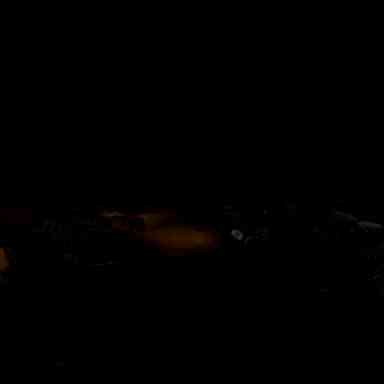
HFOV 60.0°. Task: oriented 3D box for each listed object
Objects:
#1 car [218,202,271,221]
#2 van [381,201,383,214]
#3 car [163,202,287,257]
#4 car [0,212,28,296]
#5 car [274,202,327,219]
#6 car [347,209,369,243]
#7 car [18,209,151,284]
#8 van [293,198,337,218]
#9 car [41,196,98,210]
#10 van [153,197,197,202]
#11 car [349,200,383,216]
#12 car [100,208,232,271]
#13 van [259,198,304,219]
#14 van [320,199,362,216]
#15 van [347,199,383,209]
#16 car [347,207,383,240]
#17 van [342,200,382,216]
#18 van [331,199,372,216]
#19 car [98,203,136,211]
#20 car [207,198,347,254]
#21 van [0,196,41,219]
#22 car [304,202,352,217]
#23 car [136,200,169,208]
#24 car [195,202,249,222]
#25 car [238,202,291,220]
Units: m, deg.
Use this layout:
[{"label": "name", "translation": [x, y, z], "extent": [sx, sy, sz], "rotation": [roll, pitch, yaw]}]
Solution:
[{"label": "car", "translation": [4.939, 1.805, 31.849], "extent": [2.097, 1.535, 5.008], "rotation": [1, -1, -36]}, {"label": "van", "translation": [31.808, 2.449, 51.166], "extent": [1.878, 1.987, 4.442], "rotation": [2, -1, -35]}, {"label": "car", "translation": [1.069, 1.433, 13.066], "extent": [2.185, 1.767, 4.553], "rotation": [1, -1, -35]}, {"label": "car", "translation": [-5.578, 1.455, 8.059], "extent": [1.946, 1.575, 5.366], "rotation": [1, 0, -35]}, {"label": "car", "translation": [11.809, 1.950, 36.529], "extent": [1.946, 1.575, 5.366], "rotation": [1, -1, -36]}, {"label": "car", "translation": [5.584, 1.684, 16.285], "extent": [2.163, 1.488, 4.792], "rotation": [1, -1, -35]}, {"label": "car", "translation": [-3.435, 1.484, 9.822], "extent": [2.231, 1.521, 4.892], "rotation": [1, 0, -35]}, {"label": "van", "translation": [14.026, 1.776, 38.194], "extent": [1.878, 1.987, 4.442], "rotation": [1, -1, -35]}, {"label": "car", "translation": [-8.603, 1.267, 22.229], "extent": [2.435, 2.045, 5.566], "rotation": [1, 0, -35]}, {"label": "van", "translation": [-1.893, 1.432, 27.125], "extent": [1.878, 1.987, 4.442], "rotation": [1, -1, -35]}, {"label": "car", "translation": [25.132, 2.143, 46.225], "extent": [2.435, 2.045, 5.566], "rotation": [2, -1, -35]}, {"label": "car", "translation": [-1.179, 1.517, 11.432], "extent": [2.097, 1.535, 5.008], "rotation": [1, -1, -35]}, {"label": "van", "translation": [9.381, 1.678, 35.168], "extent": [1.878, 1.987, 4.442], "rotation": [1, -1, -36]}, {"label": "van", "translation": [18.414, 1.887, 41.325], "extent": [1.878, 1.987, 4.442], "rotation": [2, -1, -35]}, {"label": "van", "translation": [10.056, 1.527, 19.582], "extent": [1.878, 1.987, 4.442], "rotation": [1, -1, -36]}, {"label": "car", "translation": [7.858, 1.744, 17.874], "extent": [2.002, 1.452, 4.674], "rotation": [1, -1, -35]}, {"label": "van", "translation": [22.793, 2.074, 44.735], "extent": [1.878, 1.987, 4.442], "rotation": [2, -1, -35]}, {"label": "van", "translation": [20.641, 1.985, 43.200], "extent": [1.878, 1.987, 4.442], "rotation": [2, -1, -35]}, {"label": "car", "translation": [-6.229, 1.558, 23.661], "extent": [1.946, 1.575, 5.366], "rotation": [1, -1, -36]}, {"label": "car", "translation": [3.361, 1.354, 14.628], "extent": [2.435, 2.045, 5.566], "rotation": [1, -1, -35]}, {"label": "van", "translation": [-11.010, 1.258, 20.623], "extent": [1.878, 1.987, 4.442], "rotation": [1, 0, -35]}, {"label": "car", "translation": [16.207, 2.051, 39.900], "extent": [2.097, 1.535, 5.008], "rotation": [1, -1, -35]}, {"label": "car", "translation": [-4.080, 1.610, 25.414], "extent": [2.231, 1.521, 4.892], "rotation": [1, -1, -35]}, {"label": "car", "translation": [2.582, 1.754, 30.168], "extent": [2.097, 1.535, 5.008], "rotation": [1, -1, -35]}, {"label": "car", "translation": [7.195, 1.855, 33.457], "extent": [2.231, 1.521, 4.892], "rotation": [1, -1, -36]}]
